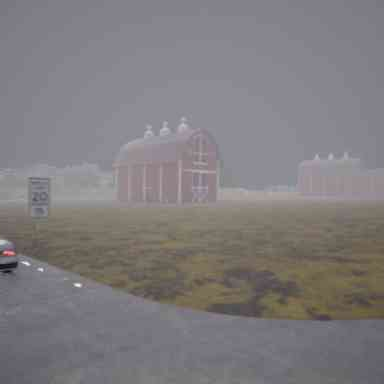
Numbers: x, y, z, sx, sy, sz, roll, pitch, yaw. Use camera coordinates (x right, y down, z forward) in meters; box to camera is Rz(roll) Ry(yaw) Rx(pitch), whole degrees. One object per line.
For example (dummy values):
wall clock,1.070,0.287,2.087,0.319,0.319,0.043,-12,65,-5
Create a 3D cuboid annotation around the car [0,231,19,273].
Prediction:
car,-6.950,1.718,10.468,2.033,1.411,5.357,1,-1,-40
